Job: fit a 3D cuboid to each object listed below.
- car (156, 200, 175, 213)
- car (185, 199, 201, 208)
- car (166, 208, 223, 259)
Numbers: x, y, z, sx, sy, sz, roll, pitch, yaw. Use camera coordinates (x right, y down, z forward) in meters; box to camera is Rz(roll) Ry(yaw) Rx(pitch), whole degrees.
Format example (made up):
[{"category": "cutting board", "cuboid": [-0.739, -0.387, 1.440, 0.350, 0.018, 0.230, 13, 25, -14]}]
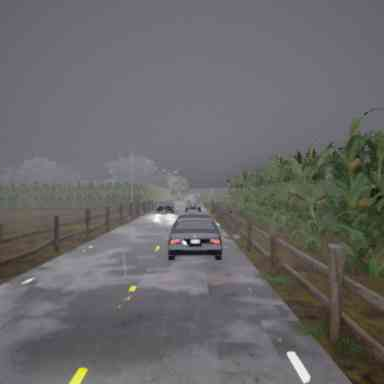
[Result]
[{"category": "car", "cuboid": [-2.849, 1.601, 36.312, 1.895, 1.301, 4.718, 0, 0, 0]}, {"category": "car", "cuboid": [0.101, 1.553, 39.397, 2.033, 1.411, 5.357, 0, 0, 0]}, {"category": "car", "cuboid": [0.098, 1.541, 12.512, 2.033, 1.411, 5.357, 0, 0, 0]}]
